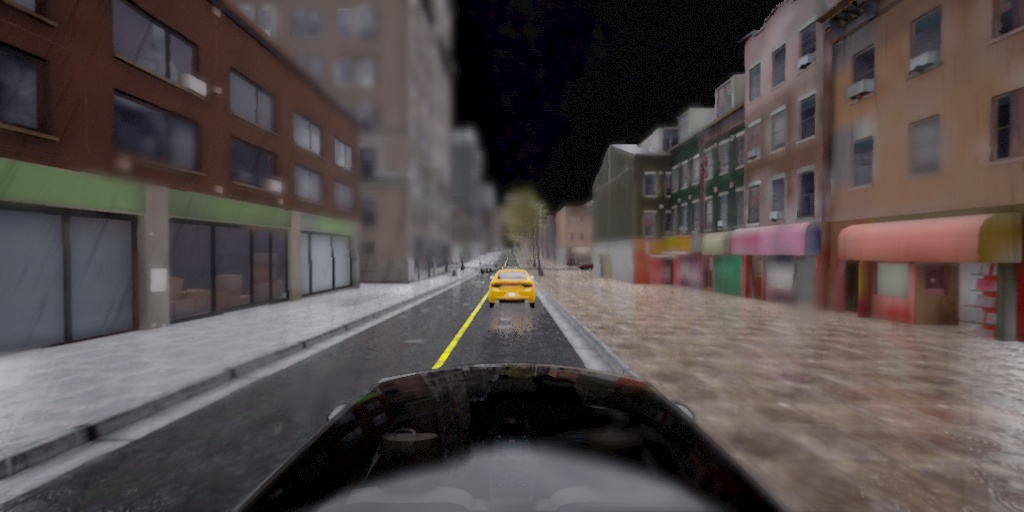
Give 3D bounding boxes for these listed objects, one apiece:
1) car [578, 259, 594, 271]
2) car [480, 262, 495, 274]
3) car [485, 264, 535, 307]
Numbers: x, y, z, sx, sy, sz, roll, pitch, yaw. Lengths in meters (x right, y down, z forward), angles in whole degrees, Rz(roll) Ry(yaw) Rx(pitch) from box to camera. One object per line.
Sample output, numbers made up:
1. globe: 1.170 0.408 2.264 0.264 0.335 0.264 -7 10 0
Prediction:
1. car: 12.700 1.306 54.944 5.009 1.841 2.192 0 0 0
2. car: -2.756 1.465 44.285 1.994 1.385 4.181 0 0 0
3. car: 0.006 1.340 16.316 1.882 1.535 5.008 0 0 0
